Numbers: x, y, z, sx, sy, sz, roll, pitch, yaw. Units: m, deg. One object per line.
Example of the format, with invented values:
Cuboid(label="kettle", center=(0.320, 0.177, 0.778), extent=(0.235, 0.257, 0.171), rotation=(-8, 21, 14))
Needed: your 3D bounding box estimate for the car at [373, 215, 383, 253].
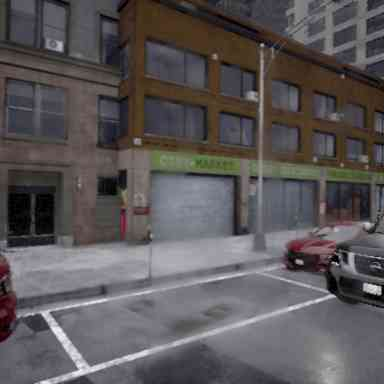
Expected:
Cuboid(label="car", center=(9.208, 1.609, 13.069), extent=(4.313, 1.339, 1.947), rotation=(0, 1, -35))

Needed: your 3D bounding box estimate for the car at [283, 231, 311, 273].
Cuboid(label="car", center=(4.614, 1.566, 9.849), extent=(4.507, 1.381, 1.887), rotation=(0, 1, -35))

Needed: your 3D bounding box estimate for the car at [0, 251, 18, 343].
Cuboid(label="car", center=(-4.570, 1.291, 3.408), extent=(5.009, 1.841, 2.192), rotation=(0, 1, -35))

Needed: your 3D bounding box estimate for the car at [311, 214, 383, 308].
Cuboid(label="car", center=(5.219, 1.246, 7.029), extent=(5.566, 2.045, 2.150), rotation=(0, 0, -35))
